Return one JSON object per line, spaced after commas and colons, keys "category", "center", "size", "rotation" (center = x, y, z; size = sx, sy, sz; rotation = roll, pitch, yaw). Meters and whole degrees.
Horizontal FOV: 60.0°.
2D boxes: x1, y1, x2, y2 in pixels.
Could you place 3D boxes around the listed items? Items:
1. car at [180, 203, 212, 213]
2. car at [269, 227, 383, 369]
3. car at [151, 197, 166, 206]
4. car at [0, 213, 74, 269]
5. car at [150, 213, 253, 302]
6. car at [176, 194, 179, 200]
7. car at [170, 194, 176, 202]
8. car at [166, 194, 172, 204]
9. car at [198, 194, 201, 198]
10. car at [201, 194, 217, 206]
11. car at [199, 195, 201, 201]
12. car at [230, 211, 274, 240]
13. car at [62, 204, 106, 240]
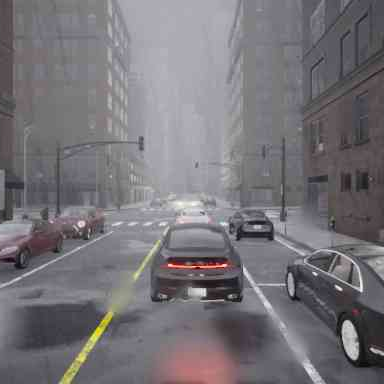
{"category": "car", "center": [0.084, 1.526, 17.373], "size": [1.812, 1.442, 4.674], "rotation": [0, 0, -1]}
{"category": "car", "center": [2.856, 1.551, 5.558], "size": [2.008, 1.369, 4.403], "rotation": [0, 0, 0]}
{"category": "car", "center": [-5.629, 1.617, 53.665], "size": [1.802, 1.307, 4.206], "rotation": [0, 0, 0]}
{"category": "car", "center": [-5.669, 1.582, 11.060], "size": [1.802, 1.307, 4.206], "rotation": [0, 0, 0]}
{"category": "car", "center": [0.099, 1.505, 8.226], "size": [1.837, 1.490, 4.892], "rotation": [0, 0, 0]}
{"category": "car", "center": [-5.558, 1.456, 91.525], "size": [2.192, 1.841, 5.009], "rotation": [0, 0, 0]}
{"category": "car", "center": [-5.578, 1.625, 80.537], "size": [1.752, 1.417, 4.829], "rotation": [0, 0, 0]}
{"category": "car", "center": [-5.608, 1.606, 64.482], "size": [2.008, 1.369, 4.403], "rotation": [0, 0, 0]}
{"category": "car", "center": [2.936, 1.523, 75.287], "size": [1.967, 1.590, 4.097], "rotation": [0, 0, 0]}
{"category": "car", "center": [2.895, 1.475, 53.651], "size": [1.967, 1.590, 4.097], "rotation": [0, 0, 0]}
{"category": "car", "center": [2.917, 1.606, 64.468], "size": [2.008, 1.369, 4.403], "rotation": [0, 0, 0]}
{"category": "car", "center": [2.857, 1.566, 16.561], "size": [1.947, 1.339, 4.313], "rotation": [0, 0, 0]}
{"category": "car", "center": [-5.668, 1.441, 16.562], "size": [1.967, 1.590, 4.097], "rotation": [0, 0, 0]}
